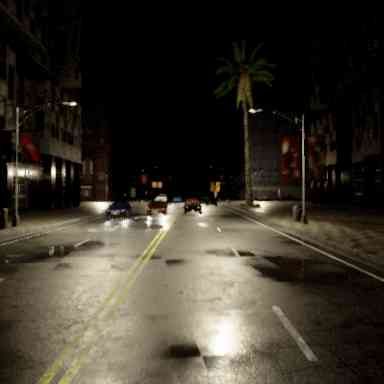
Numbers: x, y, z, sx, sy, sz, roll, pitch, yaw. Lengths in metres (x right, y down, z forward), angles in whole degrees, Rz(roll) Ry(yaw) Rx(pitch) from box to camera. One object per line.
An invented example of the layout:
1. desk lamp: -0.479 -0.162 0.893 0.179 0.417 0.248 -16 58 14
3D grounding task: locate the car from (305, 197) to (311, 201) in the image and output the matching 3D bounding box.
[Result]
1. car: 29.818 1.817 83.151 4.313 1.339 1.947 0 -1 -1

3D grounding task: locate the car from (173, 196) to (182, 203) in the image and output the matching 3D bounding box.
1. car: -3.271 1.655 73.620 1.882 1.535 5.008 0 -1 0

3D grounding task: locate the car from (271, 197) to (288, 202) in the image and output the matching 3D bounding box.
1. car: 24.049 1.982 91.584 4.313 1.339 1.947 0 -1 -1

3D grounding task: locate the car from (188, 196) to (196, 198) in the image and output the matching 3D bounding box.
1. car: 0.082 1.509 58.460 2.097 1.767 4.553 0 0 0

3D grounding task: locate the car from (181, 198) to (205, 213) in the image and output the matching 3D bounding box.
1. car: 0.089 1.651 36.761 1.895 1.301 4.718 0 0 0

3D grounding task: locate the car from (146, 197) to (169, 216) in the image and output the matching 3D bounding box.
1. car: -3.355 1.566 33.003 1.812 1.442 4.674 0 0 0

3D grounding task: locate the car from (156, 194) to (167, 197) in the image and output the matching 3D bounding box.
1. car: -6.520 1.477 71.511 2.150 2.045 5.566 0 -1 0

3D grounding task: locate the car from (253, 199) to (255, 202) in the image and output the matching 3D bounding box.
1. car: 18.409 2.001 91.495 4.313 1.339 1.947 0 -1 -1

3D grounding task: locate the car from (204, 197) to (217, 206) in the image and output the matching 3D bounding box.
1. car: 3.332 1.661 58.242 1.837 1.490 4.892 0 0 0

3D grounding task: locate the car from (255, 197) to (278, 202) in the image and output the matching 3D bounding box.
1. car: 18.542 1.868 82.972 4.206 1.307 1.802 0 -1 -1

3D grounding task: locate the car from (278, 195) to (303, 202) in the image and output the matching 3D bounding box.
1. car: 24.180 1.582 83.065 5.009 1.841 2.192 0 -1 -1

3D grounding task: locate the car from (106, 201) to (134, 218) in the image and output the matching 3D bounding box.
1. car: -6.605 1.560 30.852 1.812 1.442 4.674 0 0 0
